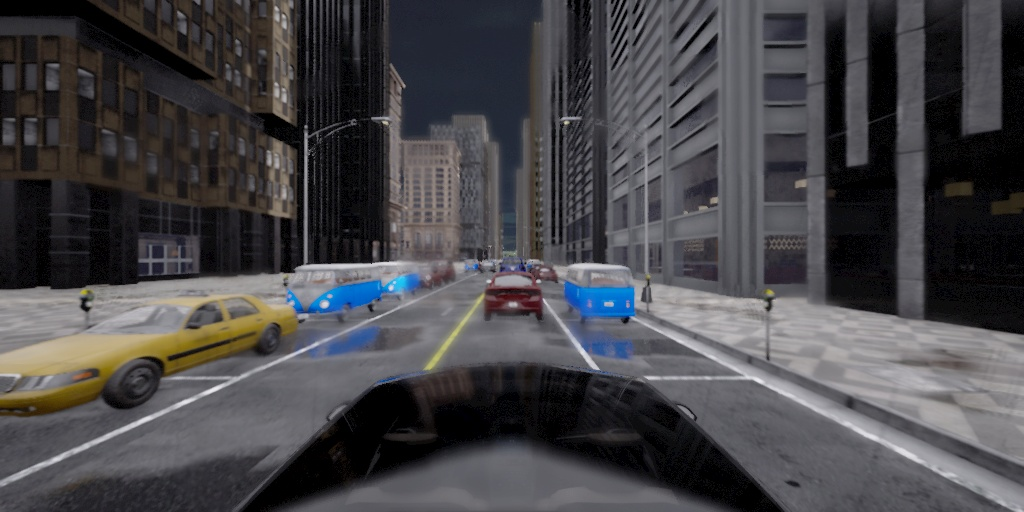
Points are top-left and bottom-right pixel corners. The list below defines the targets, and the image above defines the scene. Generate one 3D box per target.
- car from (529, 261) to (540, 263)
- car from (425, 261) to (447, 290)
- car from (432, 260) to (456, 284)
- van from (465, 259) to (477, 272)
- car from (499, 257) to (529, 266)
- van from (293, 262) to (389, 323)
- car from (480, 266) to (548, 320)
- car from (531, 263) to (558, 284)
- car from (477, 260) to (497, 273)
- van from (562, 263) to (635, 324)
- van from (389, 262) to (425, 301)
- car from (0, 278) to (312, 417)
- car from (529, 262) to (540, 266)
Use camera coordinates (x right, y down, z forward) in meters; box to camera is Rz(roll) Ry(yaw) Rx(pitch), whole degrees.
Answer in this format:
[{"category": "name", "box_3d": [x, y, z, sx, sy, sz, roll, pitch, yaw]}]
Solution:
[{"category": "car", "box_3d": [2.751, 1.541, 40.241, 1.948, 1.339, 4.313, 0, 0, 0]}, {"category": "car", "box_3d": [-5.769, 1.317, 23.312, 1.967, 1.591, 4.097, 0, 0, 0]}, {"category": "car", "box_3d": [-5.771, 1.225, 28.954, 2.192, 1.841, 5.009, 0, 0, 0]}, {"category": "van", "box_3d": [-5.778, 1.382, 51.517, 1.690, 1.789, 3.998, 0, 0, 0]}, {"category": "car", "box_3d": [0.075, 1.143, 31.085, 2.150, 2.045, 5.566, 0, 0, 0]}, {"category": "van", "box_3d": [-5.766, 1.152, 12.031, 1.690, 1.789, 3.998, 0, 0, 0]}, {"category": "car", "box_3d": [0.066, 1.294, 13.018, 1.882, 1.535, 5.008, 0, 0, 0]}, {"category": "car", "box_3d": [2.754, 1.492, 28.960, 1.802, 1.307, 4.207, 0, 0, 0]}, {"category": "car", "box_3d": [-3.104, 1.538, 46.597, 1.812, 1.442, 4.674, 0, -1, 0]}, {"category": "van", "box_3d": [2.760, 1.151, 12.038, 1.690, 1.789, 3.998, 0, 0, 0]}, {"category": "van", "box_3d": [-5.767, 1.185, 17.672, 1.690, 1.789, 3.998, 0, 0, 0]}, {"category": "car", "box_3d": [-5.764, 1.303, 6.220, 1.751, 1.417, 4.829, 0, 0, 0]}, {"category": "car", "box_3d": [2.753, 1.524, 34.601, 1.802, 1.307, 4.207, 0, 0, 0]}]
